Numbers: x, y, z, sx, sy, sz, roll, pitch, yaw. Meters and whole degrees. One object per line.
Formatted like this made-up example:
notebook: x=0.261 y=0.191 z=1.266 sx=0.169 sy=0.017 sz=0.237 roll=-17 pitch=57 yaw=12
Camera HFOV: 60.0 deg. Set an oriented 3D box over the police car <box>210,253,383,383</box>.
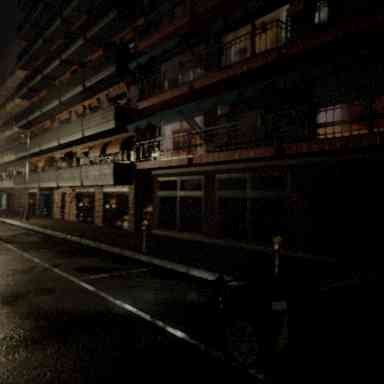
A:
police car: x=2.345 y=1.553 z=3.914 sx=1.930 sy=1.638 sz=5.238 roll=2 pitch=-1 yaw=-41
